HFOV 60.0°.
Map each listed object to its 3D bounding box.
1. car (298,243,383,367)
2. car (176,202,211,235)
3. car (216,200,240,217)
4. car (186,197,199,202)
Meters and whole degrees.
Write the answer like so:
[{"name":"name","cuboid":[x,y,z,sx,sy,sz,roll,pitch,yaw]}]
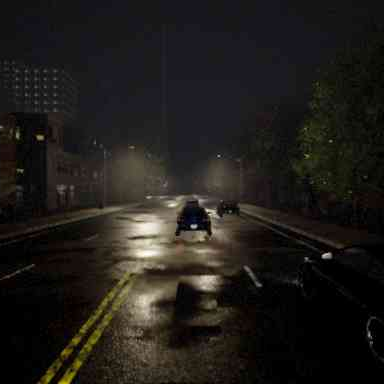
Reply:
[{"name":"car","cuboid":[3.345,1.564,5.735,1.994,1.385,4.181,0,0,0]},{"name":"car","cuboid":[0.086,1.524,18.648,1.812,1.442,4.674,0,0,0]},{"name":"car","cuboid":[3.328,1.487,31.215,2.128,1.511,4.902,0,0,0]},{"name":"car","cuboid":[0.066,1.480,49.881,2.128,1.511,4.902,0,0,0]}]
